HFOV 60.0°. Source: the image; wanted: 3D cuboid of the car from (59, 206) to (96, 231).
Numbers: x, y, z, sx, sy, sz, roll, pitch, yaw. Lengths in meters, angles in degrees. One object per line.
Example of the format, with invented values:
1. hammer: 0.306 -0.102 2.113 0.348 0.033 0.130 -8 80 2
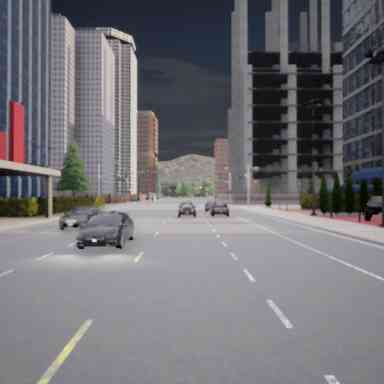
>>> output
1. car: -7.406 1.734 22.646 2.128 1.511 4.902 0 -1 -1

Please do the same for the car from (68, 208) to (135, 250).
1. car: -3.829 1.668 15.365 1.837 1.490 4.892 0 -1 -1

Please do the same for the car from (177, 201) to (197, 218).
1. car: -0.505 1.893 34.930 1.812 1.442 4.674 0 -1 -1

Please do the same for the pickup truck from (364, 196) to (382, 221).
1. pickup truck: 16.136 1.352 28.356 2.390 2.098 6.274 0 -1 29

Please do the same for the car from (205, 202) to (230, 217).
1. car: 2.944 1.869 36.019 2.128 1.511 4.902 0 -1 -1

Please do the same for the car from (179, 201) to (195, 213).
1. car: -0.695 1.963 44.879 2.128 1.511 4.902 0 -1 -1
